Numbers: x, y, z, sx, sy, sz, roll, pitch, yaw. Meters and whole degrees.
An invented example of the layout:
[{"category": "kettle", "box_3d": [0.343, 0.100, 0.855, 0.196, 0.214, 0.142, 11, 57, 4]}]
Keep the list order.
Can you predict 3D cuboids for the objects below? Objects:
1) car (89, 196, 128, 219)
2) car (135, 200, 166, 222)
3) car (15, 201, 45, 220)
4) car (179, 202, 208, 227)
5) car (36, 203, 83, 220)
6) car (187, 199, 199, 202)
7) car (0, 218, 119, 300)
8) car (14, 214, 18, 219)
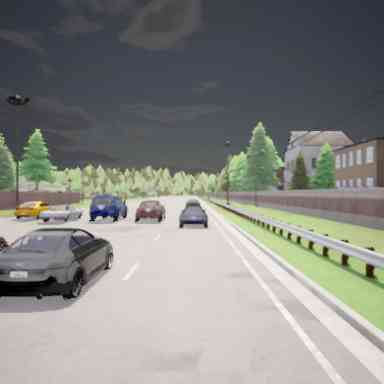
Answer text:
[{"category": "car", "box_3d": [-6.883, 1.330, 27.863, 2.150, 2.045, 5.566, 0, 0, 0]}, {"category": "car", "box_3d": [-3.383, 1.460, 27.823, 2.097, 1.767, 4.553, 0, 0, 0]}, {"category": "car", "box_3d": [-13.882, 1.594, 29.813, 1.882, 1.535, 5.008, 0, 0, 0]}, {"category": "car", "box_3d": [0.115, 1.656, 23.780, 1.994, 1.385, 4.181, 0, 0, 0]}, {"category": "car", "box_3d": [-10.384, 1.705, 26.896, 1.895, 1.301, 4.718, 0, 0, 0]}, {"category": "car", "box_3d": [0.125, 1.666, 41.617, 1.837, 1.490, 4.892, 0, 0, 0]}, {"category": "car", "box_3d": [-3.395, 1.598, 8.533, 1.994, 1.385, 4.181, 0, 0, 0]}, {"category": "car", "box_3d": [-6.908, 1.561, 9.010, 1.812, 1.442, 4.674, 0, 0, 0]}]
